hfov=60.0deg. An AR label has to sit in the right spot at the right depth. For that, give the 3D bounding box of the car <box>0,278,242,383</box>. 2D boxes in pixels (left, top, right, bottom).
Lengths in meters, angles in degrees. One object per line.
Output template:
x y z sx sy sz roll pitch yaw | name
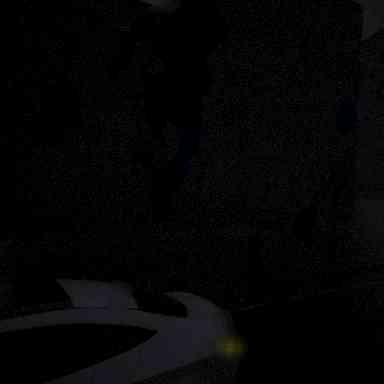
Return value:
-1.686 1.525 2.536 4.674 1.442 1.812 0 0 -34 | car
